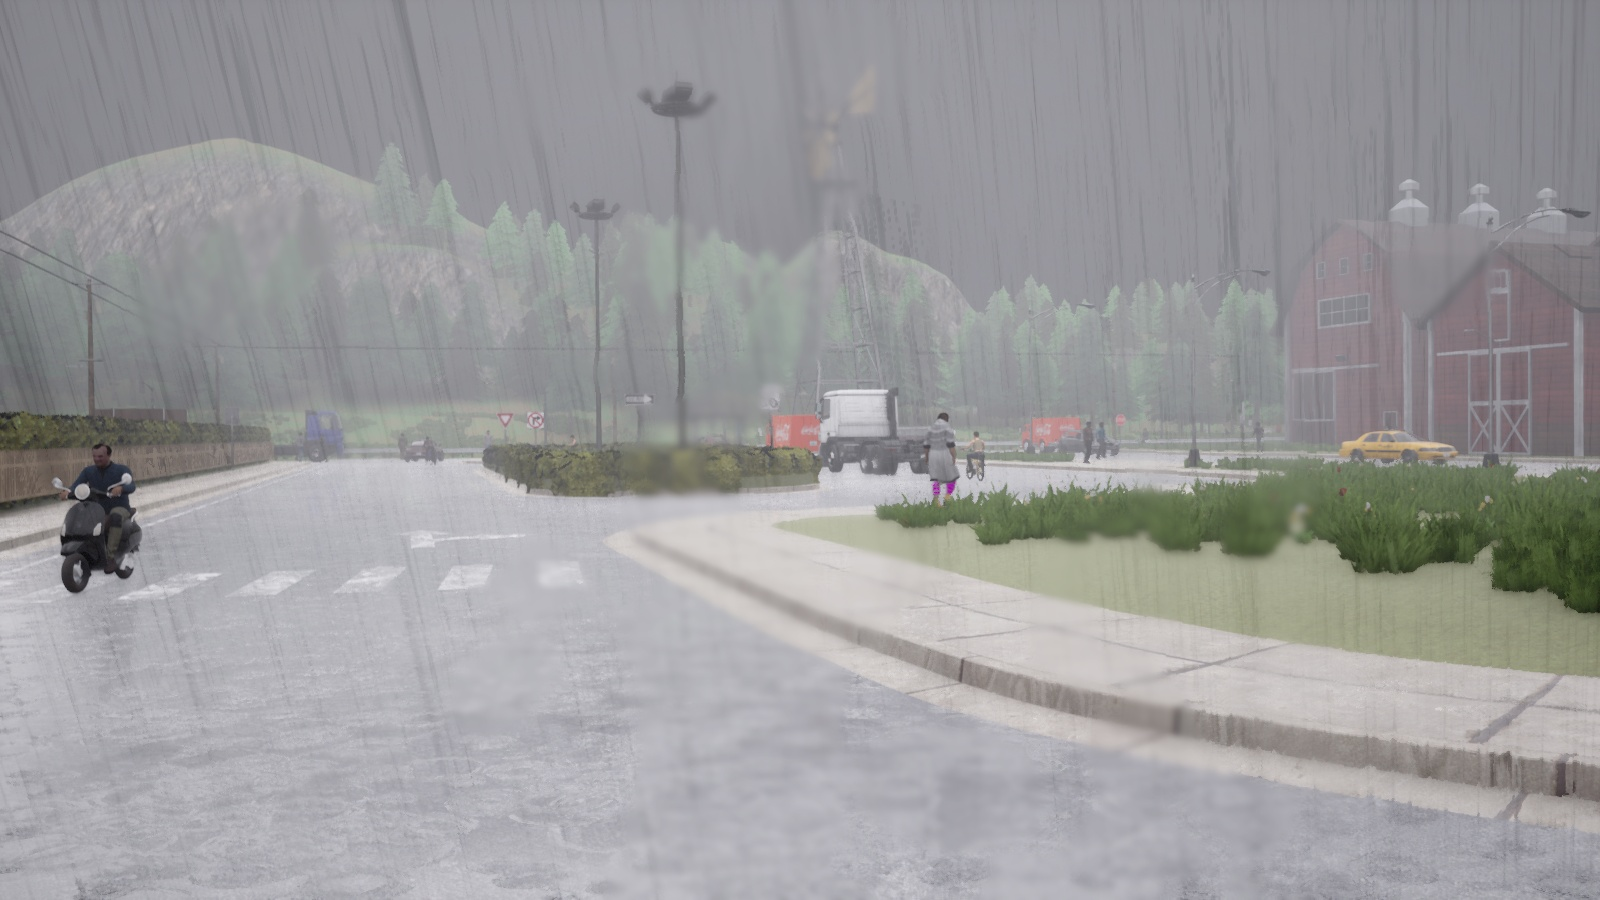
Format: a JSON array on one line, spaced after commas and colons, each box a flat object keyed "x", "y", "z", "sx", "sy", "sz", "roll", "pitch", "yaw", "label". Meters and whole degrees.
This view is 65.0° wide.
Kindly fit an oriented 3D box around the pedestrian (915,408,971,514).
[{"x": 2.707, "y": 0.203, "z": 23.679, "sx": 0.659, "sy": 1.952, "sz": 0.873, "roll": 1, "pitch": 1, "yaw": 43, "label": "pedestrian"}]

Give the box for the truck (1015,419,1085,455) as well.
[{"x": 17.667, "y": -0.900, "z": 88.978, "sx": 2.627, "sy": 2.467, "sz": 5.204, "roll": 0, "pitch": 0, "yaw": -18, "label": "truck"}]

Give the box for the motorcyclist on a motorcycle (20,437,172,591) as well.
[{"x": -7.803, "y": 0.658, "z": 14.028, "sx": 0.866, "sy": 1.590, "sz": 1.817, "roll": 0, "pitch": 1, "yaw": -8, "label": "motorcyclist on a motorcycle"}]

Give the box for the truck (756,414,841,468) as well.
[{"x": -0.140, "y": -0.446, "z": 60.137, "sx": 2.627, "sy": 2.467, "sz": 5.204, "roll": 0, "pitch": 1, "yaw": -18, "label": "truck"}]

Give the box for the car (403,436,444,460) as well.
[{"x": -23.942, "y": -0.161, "z": 80.078, "sx": 1.812, "sy": 1.442, "sz": 4.674, "roll": 0, "pitch": 1, "yaw": -8, "label": "car"}]

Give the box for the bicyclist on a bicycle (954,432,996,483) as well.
[{"x": 5.718, "y": 0.232, "z": 41.091, "sx": 0.866, "sy": 1.612, "sz": 1.509, "roll": 0, "pitch": 2, "yaw": -13, "label": "bicyclist on a bicycle"}]

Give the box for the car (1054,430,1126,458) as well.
[{"x": 17.805, "y": -0.391, "z": 77.252, "sx": 2.242, "sy": 1.667, "sz": 4.611, "roll": 0, "pitch": 1, "yaw": -18, "label": "car"}]

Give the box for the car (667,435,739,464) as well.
[{"x": -5.283, "y": -0.042, "z": 67.965, "sx": 3.633, "sy": 1.501, "sz": 1.845, "roll": 1, "pitch": 1, "yaw": 41, "label": "car"}]

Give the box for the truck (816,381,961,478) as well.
[{"x": 3.287, "y": -0.796, "z": 49.405, "sx": 2.891, "sy": 3.462, "sz": 7.936, "roll": 0, "pitch": 1, "yaw": -18, "label": "truck"}]

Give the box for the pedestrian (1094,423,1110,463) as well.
[{"x": 14.483, "y": -0.335, "z": 60.284, "sx": 0.396, "sy": 1.930, "sz": 0.692, "roll": -1, "pitch": 1, "yaw": -29, "label": "pedestrian"}]

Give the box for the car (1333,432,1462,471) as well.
[{"x": 25.456, "y": 0.017, "z": 53.748, "sx": 1.801, "sy": 1.575, "sz": 5.366, "roll": 0, "pitch": 1, "yaw": -18, "label": "car"}]

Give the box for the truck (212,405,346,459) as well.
[{"x": -34.267, "y": -1.189, "z": 82.962, "sx": 7.936, "sy": 3.462, "sz": 2.891, "roll": 0, "pitch": 1, "yaw": -17, "label": "truck"}]

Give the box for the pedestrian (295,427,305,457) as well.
[{"x": -30.748, "y": -0.478, "z": 77.292, "sx": 0.354, "sy": 1.836, "sz": 0.706, "roll": 0, "pitch": 1, "yaw": -4, "label": "pedestrian"}]

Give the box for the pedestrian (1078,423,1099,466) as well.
[{"x": 12.401, "y": -0.233, "z": 53.977, "sx": 0.328, "sy": 1.805, "sz": 0.869, "roll": -1, "pitch": 1, "yaw": -32, "label": "pedestrian"}]

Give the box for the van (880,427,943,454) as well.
[{"x": 8.534, "y": -0.727, "z": 96.069, "sx": 4.442, "sy": 1.987, "sz": 1.775, "roll": 0, "pitch": 1, "yaw": -17, "label": "van"}]

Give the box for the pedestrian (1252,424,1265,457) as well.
[{"x": 27.347, "y": -0.567, "z": 74.885, "sx": 0.402, "sy": 1.930, "sz": 0.666, "roll": 0, "pitch": 1, "yaw": -17, "label": "pedestrian"}]
